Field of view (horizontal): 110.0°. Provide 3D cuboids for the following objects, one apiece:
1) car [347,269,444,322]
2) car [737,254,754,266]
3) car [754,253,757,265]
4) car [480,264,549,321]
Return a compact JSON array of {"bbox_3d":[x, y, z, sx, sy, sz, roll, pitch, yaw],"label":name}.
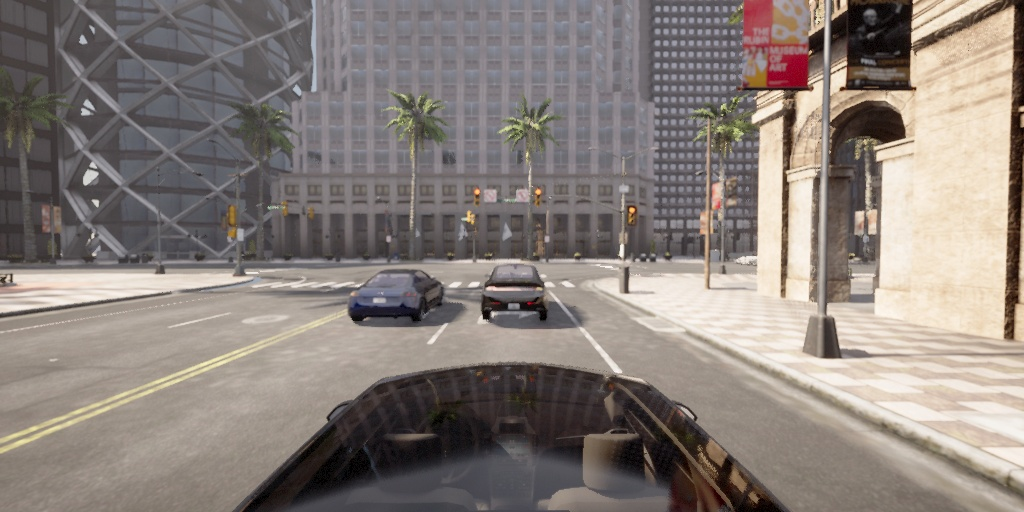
[{"bbox_3d":[-3.422,1.085,11.296,1.994,1.385,4.181,0,1,0],"label":"car"},{"bbox_3d":[27.944,0.361,40.339,4.674,1.442,1.812,0,1,0],"label":"car"},{"bbox_3d":[28.173,0.271,36.837,4.553,1.767,2.097,0,1,0],"label":"car"},{"bbox_3d":[0.114,1.009,11.427,2.128,1.511,4.902,0,1,2],"label":"car"}]
